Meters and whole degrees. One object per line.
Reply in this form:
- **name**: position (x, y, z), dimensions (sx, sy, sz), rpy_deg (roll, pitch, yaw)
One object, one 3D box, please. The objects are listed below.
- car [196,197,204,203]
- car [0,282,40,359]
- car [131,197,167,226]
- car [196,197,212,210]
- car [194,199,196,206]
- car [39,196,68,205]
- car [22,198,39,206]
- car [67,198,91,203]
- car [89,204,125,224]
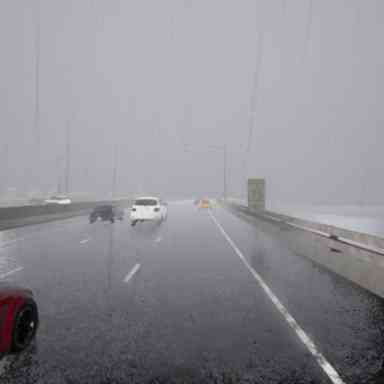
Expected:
- **car**: position (2.185, 2.019, 85.795), dimensions (1.882, 1.535, 5.008), rpy_deg (0, -1, 3)
- **car**: position (-3.391, 1.588, 3.552), dimensions (1.994, 1.385, 4.181), rpy_deg (0, 0, 0)
- **car**: position (-3.190, 1.406, 25.473), dimensions (2.150, 2.045, 5.566), rpy_deg (0, 0, 1)
- **car**: position (1.949, 1.848, 48.830), dimensions (1.882, 1.535, 5.008), rpy_deg (0, 0, 2)
- **car**: position (1.371, 2.091, 67.692), dimensions (1.895, 1.301, 4.718), rpy_deg (0, -1, 2)
- **car**: position (-20.301, 1.600, 50.072), dimensions (2.150, 2.045, 5.566), rpy_deg (0, 0, 2)
- **car**: position (-23.788, 1.733, 50.358), dimensions (2.097, 1.767, 4.553), rpy_deg (0, 0, 2)
- **car**: position (-16.774, 1.878, 50.913), dimensions (2.128, 1.511, 4.902), rpy_deg (0, 0, 2)
- **car**: position (-6.673, 1.696, 26.489), dimensions (1.837, 1.490, 4.892), rpy_deg (0, 0, 1)
